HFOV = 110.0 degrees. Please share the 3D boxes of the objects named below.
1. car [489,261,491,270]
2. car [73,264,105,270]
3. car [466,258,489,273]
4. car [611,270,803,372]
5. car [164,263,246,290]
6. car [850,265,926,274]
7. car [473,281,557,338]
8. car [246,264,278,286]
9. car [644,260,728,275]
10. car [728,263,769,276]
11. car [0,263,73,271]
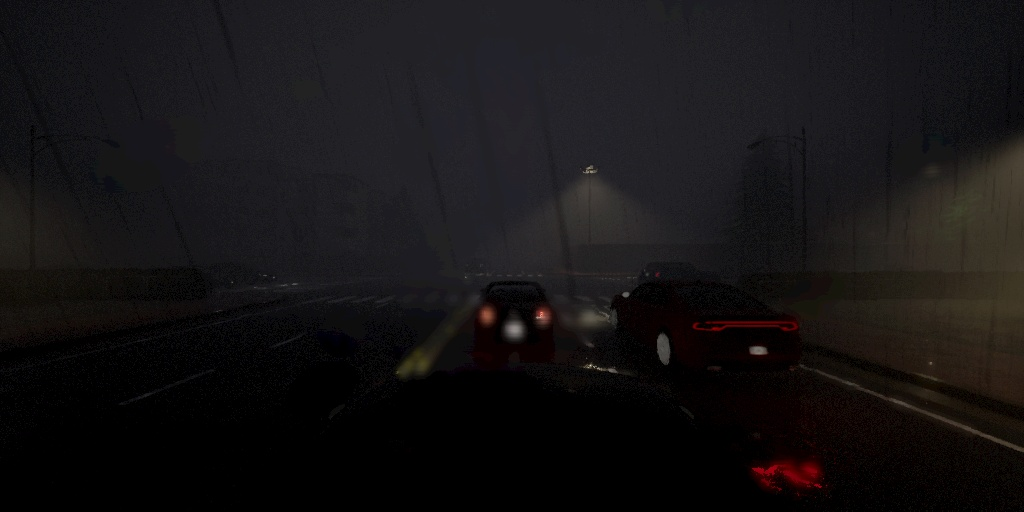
[{"bbox_3d":[-4.258,1.085,53.156,2.097,1.767,4.553,0,0,0],"label":"car"},{"bbox_3d":[-30.068,1.255,24.856,4.892,1.490,1.837,0,0,0],"label":"car"},{"bbox_3d":[-4.290,1.085,43.244,2.097,1.767,4.553,0,0,1],"label":"car"},{"bbox_3d":[3.596,1.228,7.713,1.882,1.535,5.008,0,0,0],"label":"car"},{"bbox_3d":[-19.000,1.276,21.380,4.674,1.442,1.812,0,0,0],"label":"car"},{"bbox_3d":[29.679,1.351,28.375,4.718,1.301,1.895,0,0,1],"label":"car"},{"bbox_3d":[0.063,1.351,10.206,1.895,1.301,4.718,0,0,0],"label":"car"},{"bbox_3d":[-19.035,1.255,24.936,4.892,1.490,1.837,0,0,-2],"label":"car"},{"bbox_3d":[9.920,1.102,21.257,4.553,1.767,2.097,0,0,-14],"label":"car"},{"bbox_3d":[17.411,1.297,28.476,5.357,1.411,2.033,0,0,0],"label":"car"},{"bbox_3d":[-29.780,1.276,21.359,4.674,1.442,1.812,0,0,0],"label":"car"}]
